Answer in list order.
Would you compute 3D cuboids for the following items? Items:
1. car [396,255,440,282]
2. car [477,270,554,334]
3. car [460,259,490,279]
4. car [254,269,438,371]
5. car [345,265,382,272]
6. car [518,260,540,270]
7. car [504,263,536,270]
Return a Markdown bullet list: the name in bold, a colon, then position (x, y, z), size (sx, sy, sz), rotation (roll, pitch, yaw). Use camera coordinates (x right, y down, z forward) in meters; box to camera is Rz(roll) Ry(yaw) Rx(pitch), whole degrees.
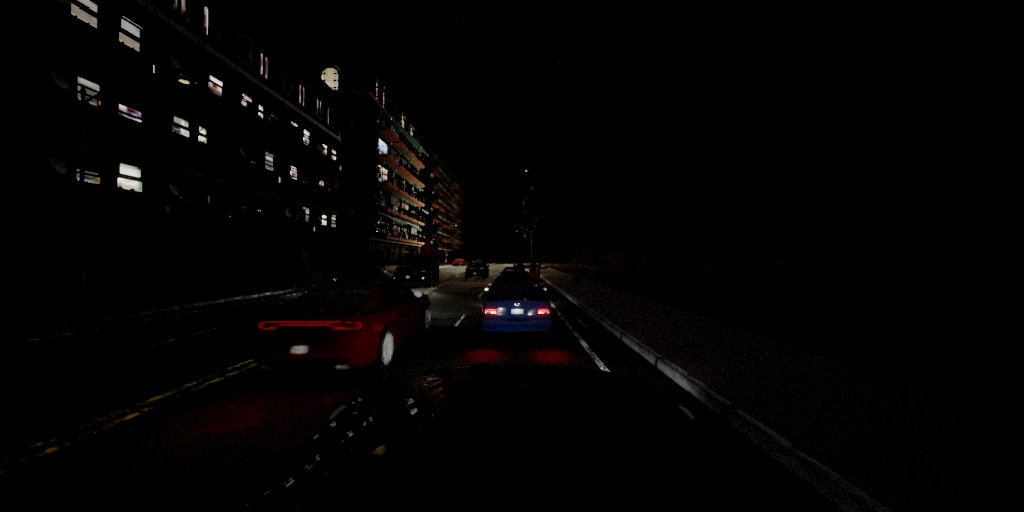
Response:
- **car**: position (-6.558, 0.975, 25.335), size (2.150, 2.045, 5.566), rotation (0, 0, 0)
- **car**: position (0.117, 1.299, 10.597), size (2.033, 1.411, 5.357), rotation (0, 0, 0)
- **car**: position (-3.096, 1.245, 32.556), size (2.128, 1.511, 4.902), rotation (0, 0, 0)
- **car**: position (-3.142, 1.228, 7.783), size (1.882, 1.535, 5.008), rotation (0, 0, 0)
- **car**: position (-9.810, 1.301, 23.763), size (2.033, 1.411, 5.357), rotation (0, 0, 0)
- **car**: position (1.187, 1.105, 29.865), size (2.097, 1.767, 4.553), rotation (0, 0, 0)
- **car**: position (0.128, 1.317, 20.930), size (1.994, 1.385, 4.181), rotation (0, 0, 1)
